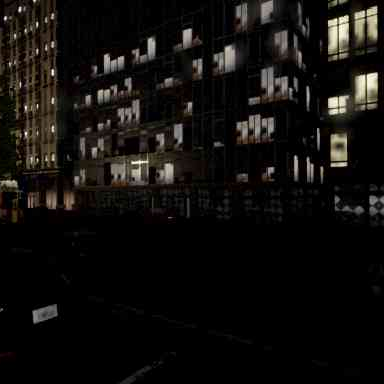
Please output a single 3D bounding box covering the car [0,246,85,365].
[{"bbox_3d":[-3.538,1.566,5.395,4.313,1.339,1.947,0,0,35],"label":"car"}]
